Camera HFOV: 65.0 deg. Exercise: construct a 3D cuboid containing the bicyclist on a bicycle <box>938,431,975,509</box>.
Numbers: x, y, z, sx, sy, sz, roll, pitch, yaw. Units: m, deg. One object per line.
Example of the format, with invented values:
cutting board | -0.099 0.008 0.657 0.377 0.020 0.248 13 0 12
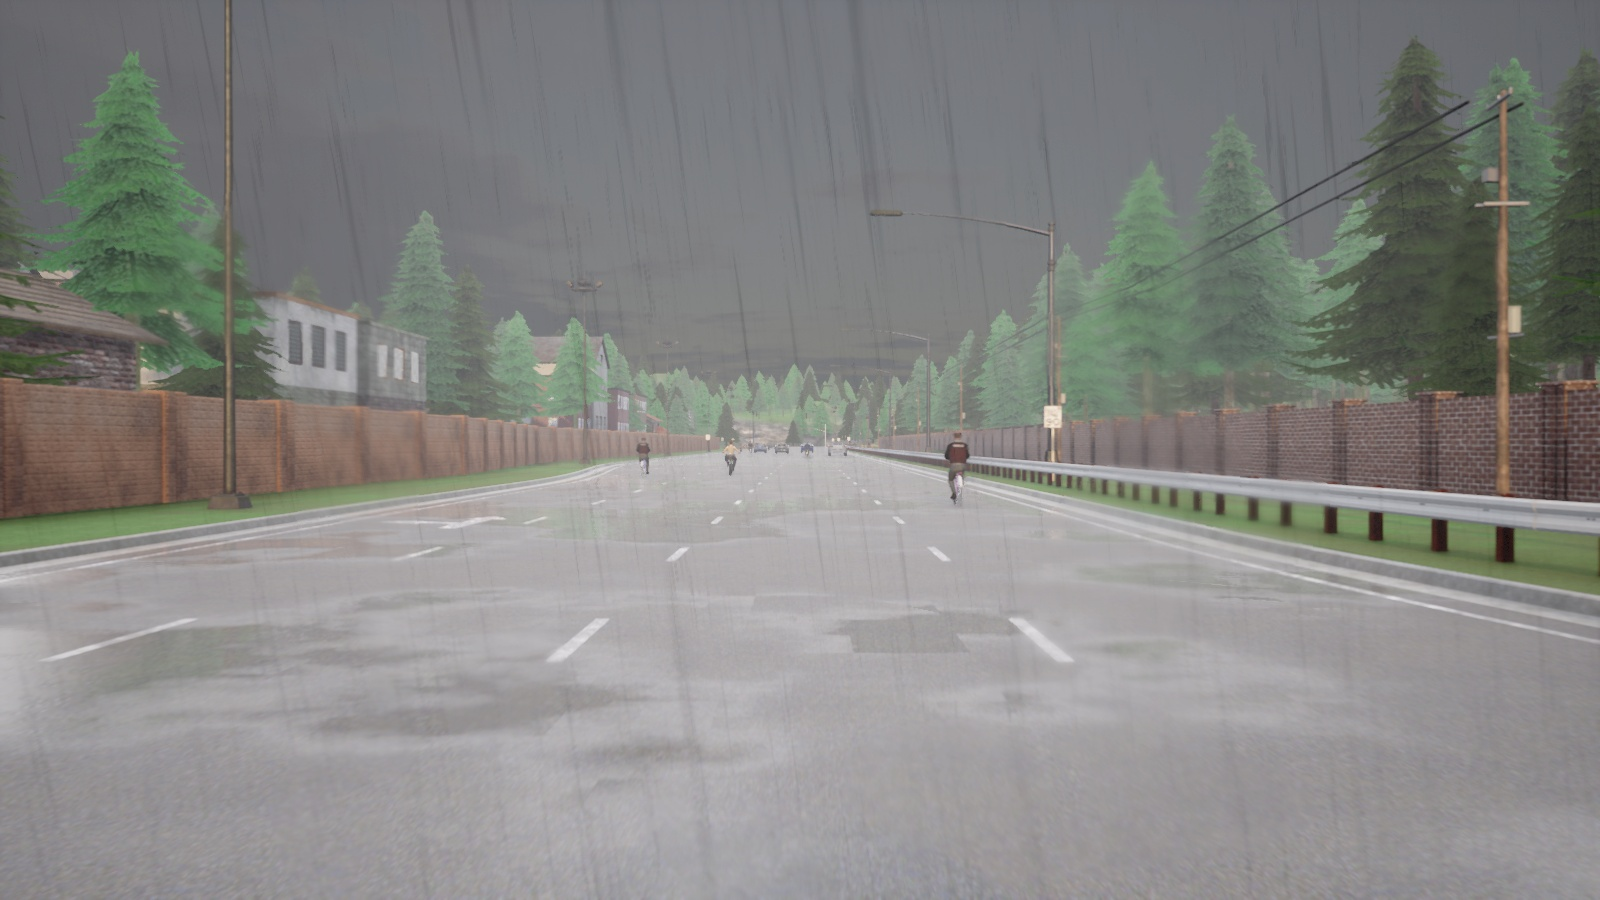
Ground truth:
bicyclist on a bicycle | 3.683 0.453 29.695 0.659 1.776 1.843 0 1 0
